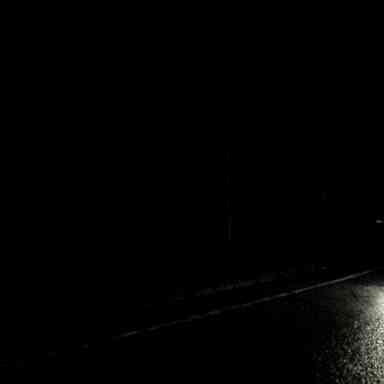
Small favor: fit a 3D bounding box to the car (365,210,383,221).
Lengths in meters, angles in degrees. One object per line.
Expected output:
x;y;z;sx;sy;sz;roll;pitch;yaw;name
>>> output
26.874;3.368;48.227;1.882;1.535;5.008;-1;-4;5;car
